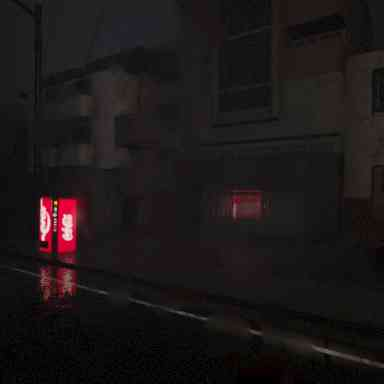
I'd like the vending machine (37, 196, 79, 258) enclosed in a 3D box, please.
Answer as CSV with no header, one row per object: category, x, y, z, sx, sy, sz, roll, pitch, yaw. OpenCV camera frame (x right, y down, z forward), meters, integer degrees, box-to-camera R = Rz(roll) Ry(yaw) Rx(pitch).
vending machine,-4.838,1.193,12.043,0.880,2.100,1.100,1,0,35
